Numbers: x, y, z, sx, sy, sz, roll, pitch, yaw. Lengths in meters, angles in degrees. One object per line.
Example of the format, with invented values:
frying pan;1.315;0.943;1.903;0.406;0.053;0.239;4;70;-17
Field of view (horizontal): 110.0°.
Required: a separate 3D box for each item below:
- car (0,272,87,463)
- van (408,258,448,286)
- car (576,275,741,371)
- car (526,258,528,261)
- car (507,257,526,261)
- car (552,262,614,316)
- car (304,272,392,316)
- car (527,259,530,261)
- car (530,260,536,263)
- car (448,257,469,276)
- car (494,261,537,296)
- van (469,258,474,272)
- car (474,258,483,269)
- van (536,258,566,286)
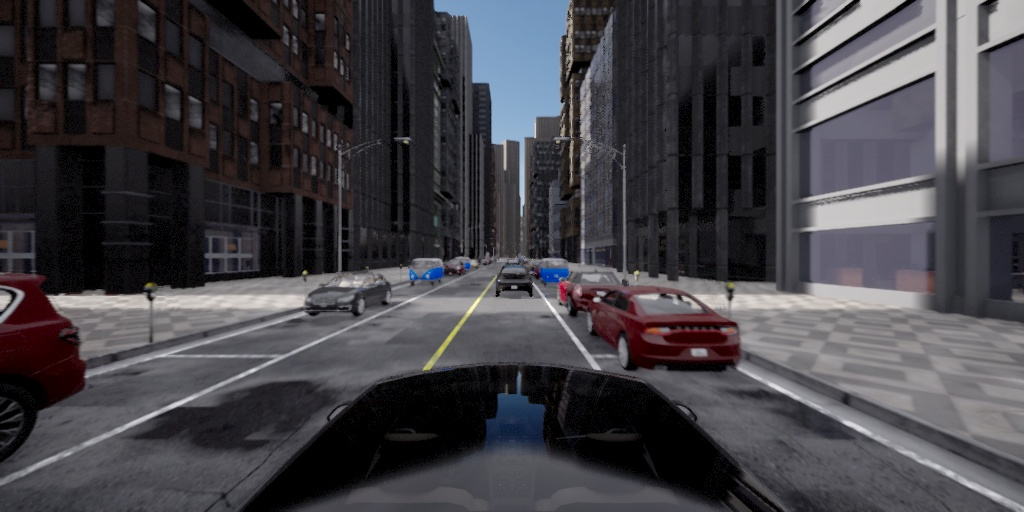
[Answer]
car;-5.762;1.065;1.912;2.192;1.841;5.009;0;0;0
van;-5.750;1.042;24.350;1.690;1.789;3.998;0;0;0
car;2.766;1.282;7.526;1.888;1.381;4.507;0;0;0
car;2.784;1.190;41.351;1.751;1.417;4.829;0;0;0
car;0.121;1.157;40.542;2.128;1.511;4.902;0;0;0
car;2.769;1.164;13.135;1.967;1.591;4.097;0;0;0
car;-5.756;1.276;13.130;2.007;1.370;4.403;0;0;0
car;2.781;1.242;35.572;1.948;1.339;4.313;0;0;0
car;2.778;1.233;29.963;1.888;1.381;4.507;0;0;0
car;-5.744;1.117;35.569;1.967;1.591;4.097;0;0;0
car;0.109;1.217;19.157;1.837;1.490;4.892;0;0;0
van;-5.741;1.006;41.178;1.690;1.789;3.998;0;0;0
car;-5.736;1.171;52.226;1.751;1.417;4.829;0;0;0
van;2.775;1.041;24.353;1.690;1.789;3.998;0;0;0
